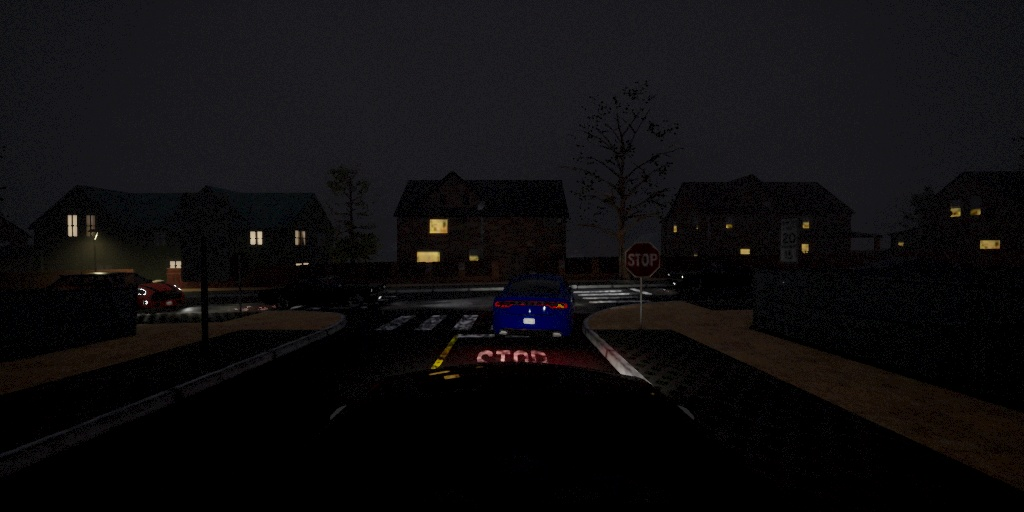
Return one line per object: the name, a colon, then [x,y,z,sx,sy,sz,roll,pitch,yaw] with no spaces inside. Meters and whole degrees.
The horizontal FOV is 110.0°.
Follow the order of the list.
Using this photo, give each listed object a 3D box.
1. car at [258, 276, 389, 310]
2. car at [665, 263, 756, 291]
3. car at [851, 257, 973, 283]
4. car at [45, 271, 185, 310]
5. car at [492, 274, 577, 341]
car: [-7.821,1.506,15.231,4.718,1.301,1.895,-1,1,0]
car: [10.399,1.034,18.171,4.718,1.301,1.895,-1,1,-1]
car: [20.045,0.753,18.213,5.357,1.411,2.033,-1,1,0]
car: [-16.808,1.471,15.217,4.553,1.767,2.097,-1,1,0]
car: [0.780,1.226,10.029,1.882,1.535,5.008,0,0,10]
